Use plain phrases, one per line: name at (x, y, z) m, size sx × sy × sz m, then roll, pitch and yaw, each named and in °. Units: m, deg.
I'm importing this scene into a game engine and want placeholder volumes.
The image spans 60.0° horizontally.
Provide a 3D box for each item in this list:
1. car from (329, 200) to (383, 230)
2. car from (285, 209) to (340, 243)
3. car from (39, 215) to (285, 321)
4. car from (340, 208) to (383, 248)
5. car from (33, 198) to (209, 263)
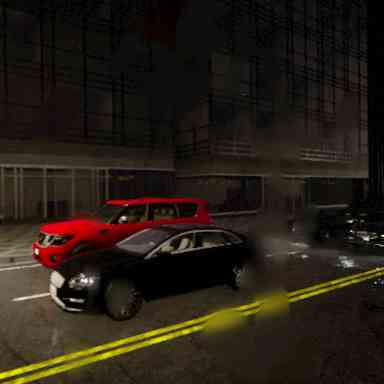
car at (9.752, 1.169, 18.502) m, size 4.181 × 1.385 × 1.994 m, roll 0°, pitch 0°, yaw -35°
car at (6.259, 1.535, 16.113) m, size 4.181 × 1.385 × 1.994 m, roll 0°, pitch 0°, yaw -36°
car at (-0.462, 1.485, 7.333) m, size 4.902 × 1.511 × 2.128 m, roll 0°, pitch 0°, yaw -35°
car at (8.396, 1.475, 13.637) m, size 4.892 × 1.490 × 1.837 m, roll 0°, pitch 0°, yaw -35°
car at (-1.820, 1.214, 10.349) m, size 5.566 × 2.045 × 2.150 m, roll 0°, pitch 0°, yaw -36°
